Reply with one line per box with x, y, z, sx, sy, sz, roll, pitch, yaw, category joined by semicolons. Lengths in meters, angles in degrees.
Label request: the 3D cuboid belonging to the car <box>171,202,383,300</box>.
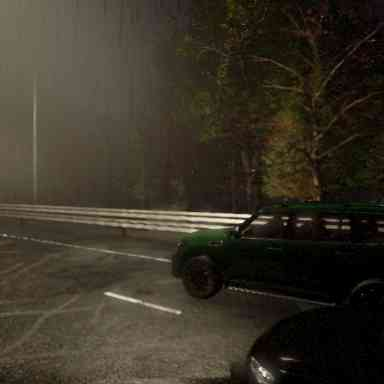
2.180;1.224;6.744;5.566;2.045;2.150;0;0;36;car

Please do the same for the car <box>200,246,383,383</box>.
2.696;1.491;2.078;4.902;1.511;2.128;0;0;35;car
